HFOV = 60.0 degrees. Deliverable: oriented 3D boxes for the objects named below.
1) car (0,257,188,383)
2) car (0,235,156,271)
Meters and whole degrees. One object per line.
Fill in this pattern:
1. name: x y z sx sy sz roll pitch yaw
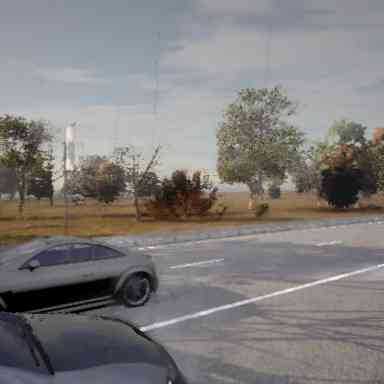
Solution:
1. car: -2.037 1.564 2.293 4.181 1.385 1.994 0 0 -36
2. car: -2.729 1.564 6.345 4.181 1.385 1.994 0 0 -36
